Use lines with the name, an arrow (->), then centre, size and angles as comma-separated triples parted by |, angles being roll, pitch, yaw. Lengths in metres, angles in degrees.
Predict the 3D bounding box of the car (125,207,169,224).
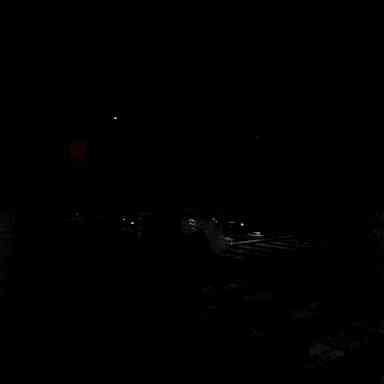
car -> -4.192, 2.082, 30.290 | 1.895, 1.301, 4.718 | 0, -1, -36

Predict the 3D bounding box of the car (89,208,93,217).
car -> -10.467, 2.232, 38.891 | 2.033, 1.411, 5.357 | 0, -1, -36

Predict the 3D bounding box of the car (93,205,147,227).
car -> -6.040, 2.009, 27.316 | 2.033, 1.411, 5.357 | 0, -1, -35

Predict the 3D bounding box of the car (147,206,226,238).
car -> -0.457, 1.637, 19.666 | 2.097, 1.767, 4.553 | 0, -1, -36

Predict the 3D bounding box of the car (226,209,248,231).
car -> 1.643, 1.801, 22.302 | 1.837, 1.490, 4.892 | 0, -1, -36

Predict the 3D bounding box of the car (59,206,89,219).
car -> -13.624, 2.271, 37.720 | 1.994, 1.385, 4.181 | 0, -1, -36
